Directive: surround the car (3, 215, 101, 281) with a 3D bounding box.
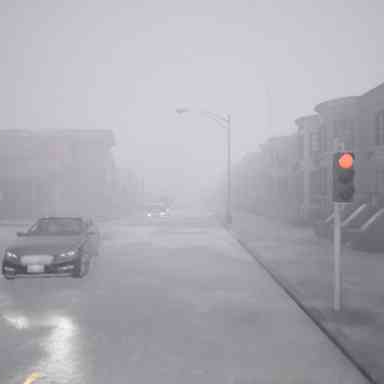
[{"bbox_3d":[-3.926,1.491,10.066,2.128,1.511,4.902,1,0,-8],"label":"car"}]

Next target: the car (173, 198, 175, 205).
[{"bbox_3d":[-4.143,1.352,58.411,2.097,1.767,4.553,0,0,0],"label":"car"}]

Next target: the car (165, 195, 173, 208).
[{"bbox_3d":[-4.160,1.505,48.619,1.837,1.490,4.892,0,0,0],"label":"car"}]

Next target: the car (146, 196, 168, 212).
[{"bbox_3d":[-4.158,1.526,39.433,1.812,1.442,4.674,0,0,-1],"label":"car"}]
